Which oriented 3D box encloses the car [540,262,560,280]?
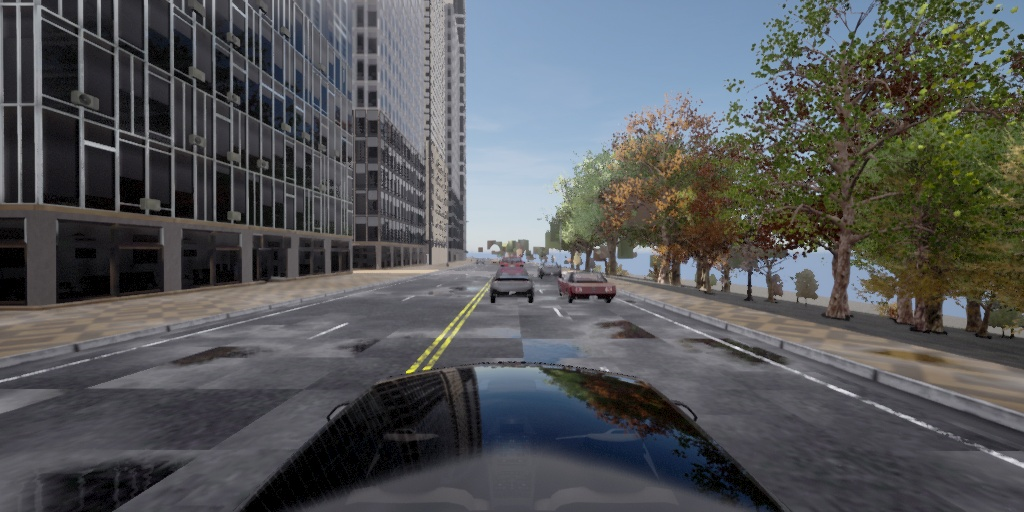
[{"bbox_3d":[3.249,1.239,31.501,2.128,1.511,4.902,0,0,0],"label":"car"}]

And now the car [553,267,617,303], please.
[{"bbox_3d":[3.249,1.365,16.531,1.895,1.301,4.718,0,0,0],"label":"car"}]

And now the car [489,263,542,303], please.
[{"bbox_3d":[-0.001,1.243,16.500,2.128,1.511,4.902,0,0,0],"label":"car"}]

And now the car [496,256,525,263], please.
[{"bbox_3d":[-0.001,1.001,31.530,2.150,2.045,5.566,0,0,0],"label":"car"}]
